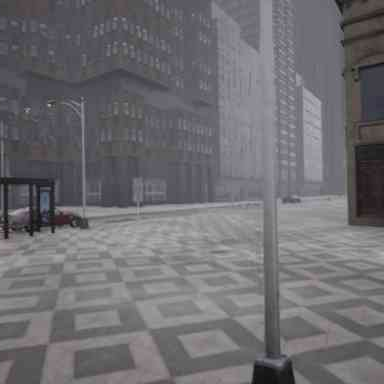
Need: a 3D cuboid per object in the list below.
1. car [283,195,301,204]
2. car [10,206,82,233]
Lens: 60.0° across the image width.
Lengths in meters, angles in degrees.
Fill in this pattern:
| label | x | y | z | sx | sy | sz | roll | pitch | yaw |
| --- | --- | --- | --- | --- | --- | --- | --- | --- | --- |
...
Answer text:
| label | x | y | z | sx | sy | sz | roll | pitch | yaw |
| --- | --- | --- | --- | --- | --- | --- | --- | --- | --- |
| car | 16.949 | 1.237 | 56.172 | 1.882 | 1.535 | 5.008 | -1 | 0 | 35 |
| car | -8.860 | 1.561 | 20.003 | 1.812 | 1.442 | 4.674 | -1 | 0 | 35 |
